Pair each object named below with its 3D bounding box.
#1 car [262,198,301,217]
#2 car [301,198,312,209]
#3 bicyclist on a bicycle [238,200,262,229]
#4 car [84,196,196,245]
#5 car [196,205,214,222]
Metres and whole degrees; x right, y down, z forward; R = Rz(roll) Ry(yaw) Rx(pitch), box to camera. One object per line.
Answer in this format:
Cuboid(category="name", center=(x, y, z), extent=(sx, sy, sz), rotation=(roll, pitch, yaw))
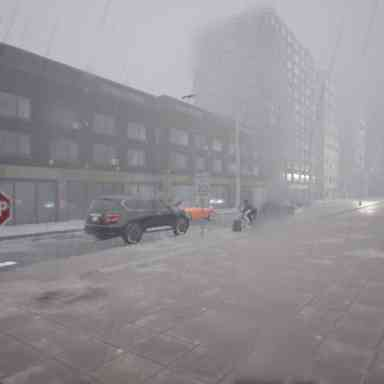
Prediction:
Cuboid(category="car", center=(8.030, 1.446, 30.473), extent=(1.837, 1.490, 4.892), rotation=(0, 0, 35))
Cuboid(category="car", center=(14.525, 1.509, 44.524), extent=(1.895, 1.301, 4.718), rotation=(0, 0, 36))
Cuboid(category="bicyclist on a bicycle", center=(3.157, 1.272, 18.634), extent=(1.656, 1.620, 0.582), rotation=(0, 0, 35))
Cuboid(category="car", center=(-2.416, 1.194, 15.825), extent=(2.150, 2.045, 5.566), rotation=(0, 0, 35))
Cuboid(category="car", center=(-0.293, 1.302, 23.886), extent=(2.097, 1.767, 4.553), rotation=(0, 0, 36))
